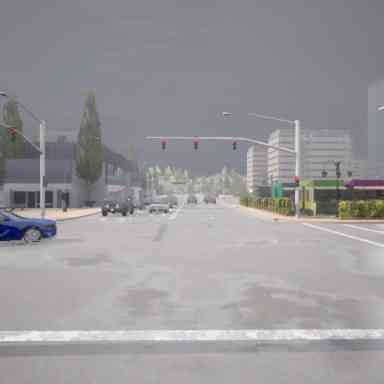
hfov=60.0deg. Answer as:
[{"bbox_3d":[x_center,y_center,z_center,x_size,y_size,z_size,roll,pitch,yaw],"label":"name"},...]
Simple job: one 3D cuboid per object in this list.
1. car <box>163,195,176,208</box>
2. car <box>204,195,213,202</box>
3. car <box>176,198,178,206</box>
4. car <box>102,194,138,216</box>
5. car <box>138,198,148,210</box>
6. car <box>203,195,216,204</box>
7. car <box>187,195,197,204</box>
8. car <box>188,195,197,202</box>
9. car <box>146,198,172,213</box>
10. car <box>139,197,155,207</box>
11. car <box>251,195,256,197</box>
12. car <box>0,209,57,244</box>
[{"bbox_3d":[-3.564,1.505,46.061,1.837,1.490,4.892,0,0,0],"label":"car"},{"bbox_3d":[3.555,1.397,73.893,1.812,1.442,4.674,0,0,0],"label":"car"},{"bbox_3d":[-3.542,1.352,55.925,2.097,1.767,4.553,0,0,0],"label":"car"},{"bbox_3d":[-7.089,1.221,32.408,2.150,2.045,5.566,0,0,1],"label":"car"},{"bbox_3d":[-7.068,1.491,42.296,2.128,1.511,4.902,0,0,0],"label":"car"},{"bbox_3d":[3.547,1.491,63.618,2.128,1.511,4.902,0,0,0],"label":"car"},{"bbox_3d":[0.047,1.491,63.620,2.128,1.511,4.902,0,0,0],"label":"car"},{"bbox_3d":[0.055,1.372,73.894,1.837,1.490,4.892,0,0,0],"label":"car"},{"bbox_3d":[-3.573,1.601,36.747,1.895,1.301,4.718,0,0,0],"label":"car"},{"bbox_3d":[-7.051,1.564,52.253,1.994,1.385,4.181,0,0,0],"label":"car"},{"bbox_3d":[17.833,1.153,86.775,4.605,1.855,1.932,0,0,-1],"label":"car"},{"bbox_3d":[-8.657,1.477,14.621,5.008,1.535,1.882,0,1,-18],"label":"car"}]
